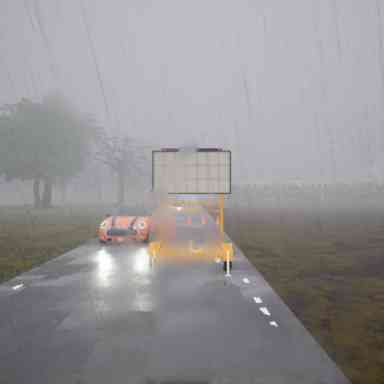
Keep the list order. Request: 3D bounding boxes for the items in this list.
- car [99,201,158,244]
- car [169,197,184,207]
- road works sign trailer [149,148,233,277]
[{"bbox_3d":[-2.865,1.360,15.763,2.097,1.767,4.553,0,0,0],"label":"car"},{"bbox_3d":[-2.891,1.879,56.765,1.895,1.301,4.718,0,0,0],"label":"car"},{"bbox_3d":[-0.004,0.463,10.275,2.380,3.560,2.880,0,0,1],"label":"road works sign trailer"}]
